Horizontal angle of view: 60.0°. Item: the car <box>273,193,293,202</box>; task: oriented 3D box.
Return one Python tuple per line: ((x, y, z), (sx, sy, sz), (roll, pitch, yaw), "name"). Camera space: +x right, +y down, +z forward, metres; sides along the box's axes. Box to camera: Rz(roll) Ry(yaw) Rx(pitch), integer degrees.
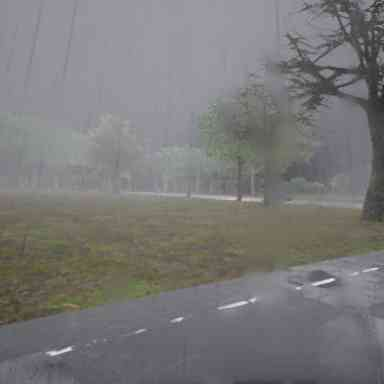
((16.382, 1.053, 61.918), (1.882, 1.535, 5.008), (0, 2, -35), "car")
